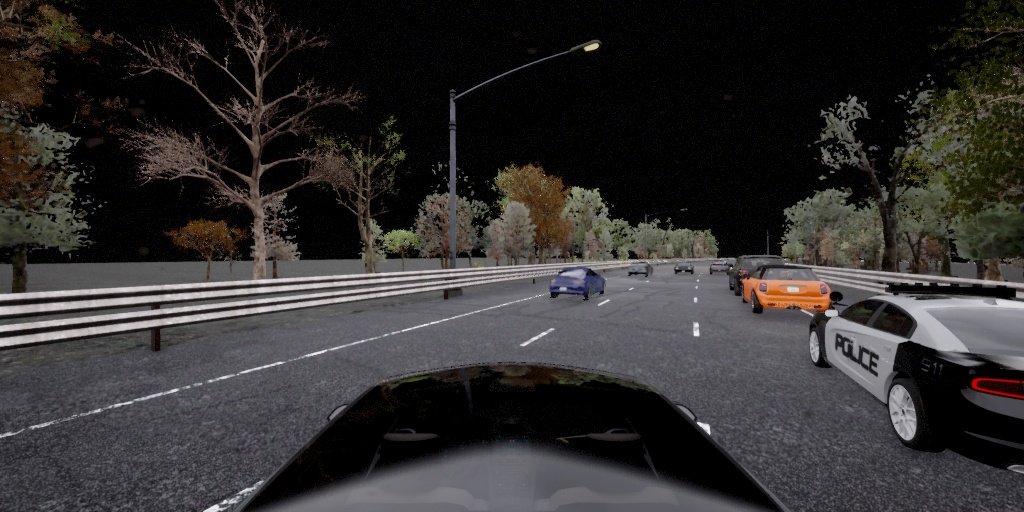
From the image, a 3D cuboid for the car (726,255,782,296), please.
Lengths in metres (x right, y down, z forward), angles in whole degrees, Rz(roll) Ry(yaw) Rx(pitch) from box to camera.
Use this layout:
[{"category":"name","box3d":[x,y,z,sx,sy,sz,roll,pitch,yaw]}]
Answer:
[{"category":"car","box3d":[12.774,0.978,18.758,2.150,2.045,5.566,0,0,28]}]

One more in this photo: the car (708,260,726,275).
[{"category":"car","box3d":[22.697,1.262,39.216,2.128,1.511,4.902,0,0,30]}]

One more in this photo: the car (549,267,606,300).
[{"category":"car","box3d":[3.296,1.277,17.697,1.812,1.442,4.674,0,0,27]}]

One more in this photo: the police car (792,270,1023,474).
[{"category":"police car","box3d":[5.640,1.175,4.751,1.930,1.638,5.238,0,0,26]}]

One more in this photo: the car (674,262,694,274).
[{"category":"car","box3d":[19.550,1.370,40.593,1.895,1.301,4.718,0,0,29]}]

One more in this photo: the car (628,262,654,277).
[{"category":"car","box3d":[12.967,1.310,35.936,2.033,1.411,5.357,0,0,29]}]

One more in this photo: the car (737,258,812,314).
[{"category":"car","box3d":[10.025,1.102,13.443,2.097,1.767,4.553,0,0,27]}]
